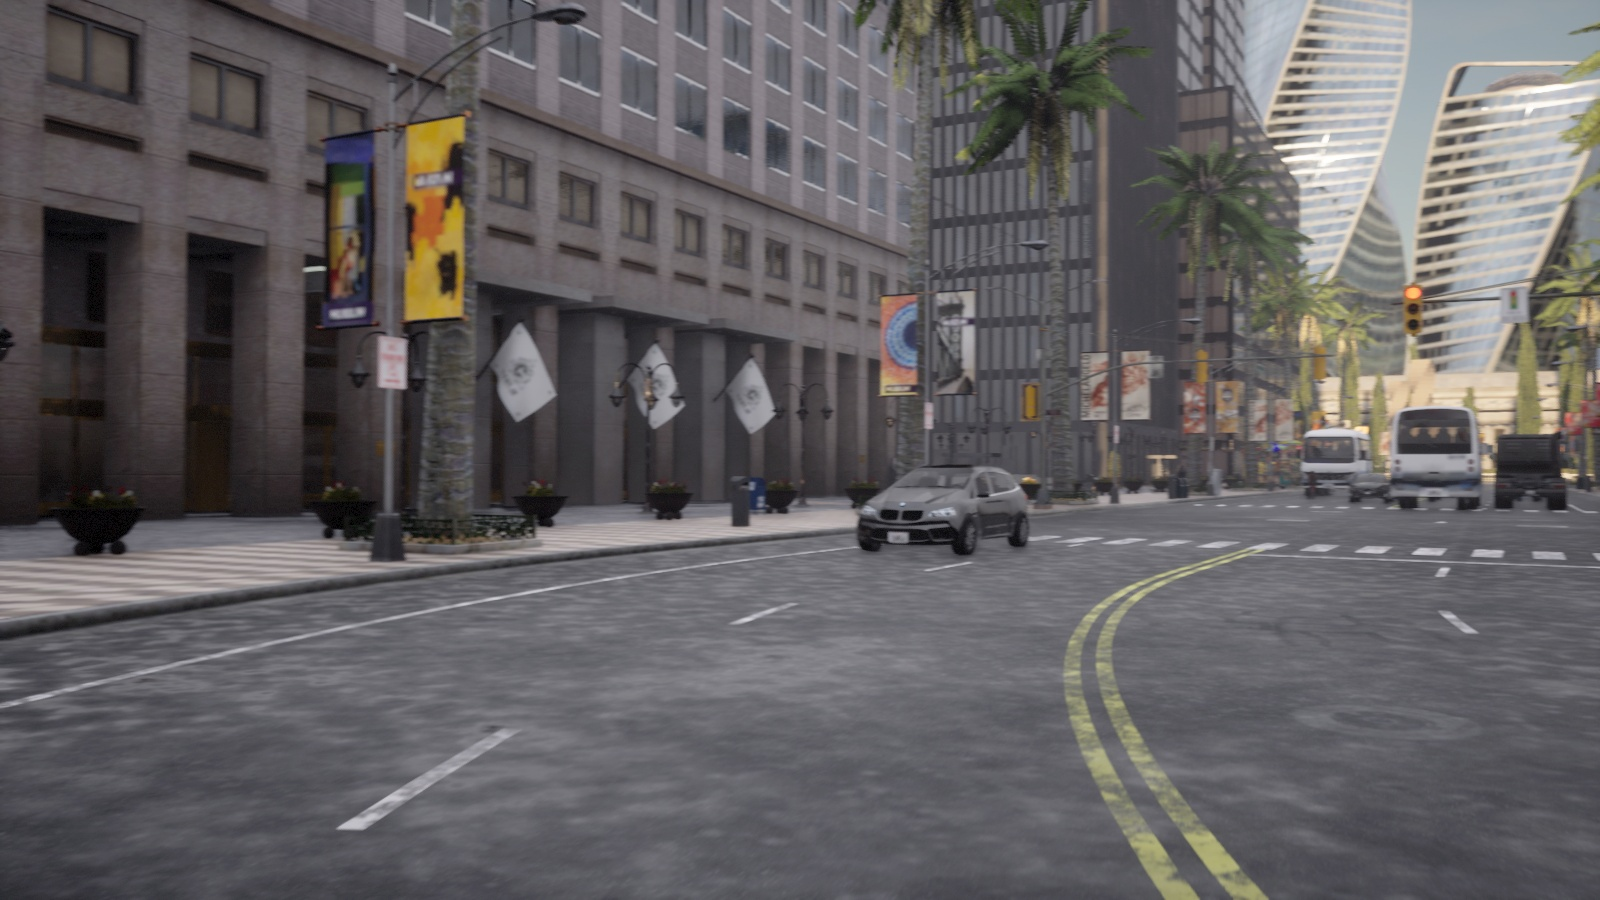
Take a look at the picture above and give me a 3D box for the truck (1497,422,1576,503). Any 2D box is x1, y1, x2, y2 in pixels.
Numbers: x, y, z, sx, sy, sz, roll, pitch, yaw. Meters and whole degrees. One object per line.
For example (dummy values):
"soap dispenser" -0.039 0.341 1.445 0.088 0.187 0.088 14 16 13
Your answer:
"truck" 33.724 0.571 57.607 2.891 3.462 7.936 -1 -1 30

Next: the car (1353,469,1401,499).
"car" 29.807 1.730 64.817 1.837 1.490 4.892 -1 -1 29

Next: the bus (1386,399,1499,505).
"bus" 28.682 0.161 55.769 3.944 4.253 10.273 -1 -1 30

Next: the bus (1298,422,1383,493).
"bus" 34.991 0.525 81.037 3.944 4.253 10.273 0 -1 30

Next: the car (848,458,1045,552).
"car" 3.003 1.023 24.804 2.242 1.667 4.611 -1 -1 30
